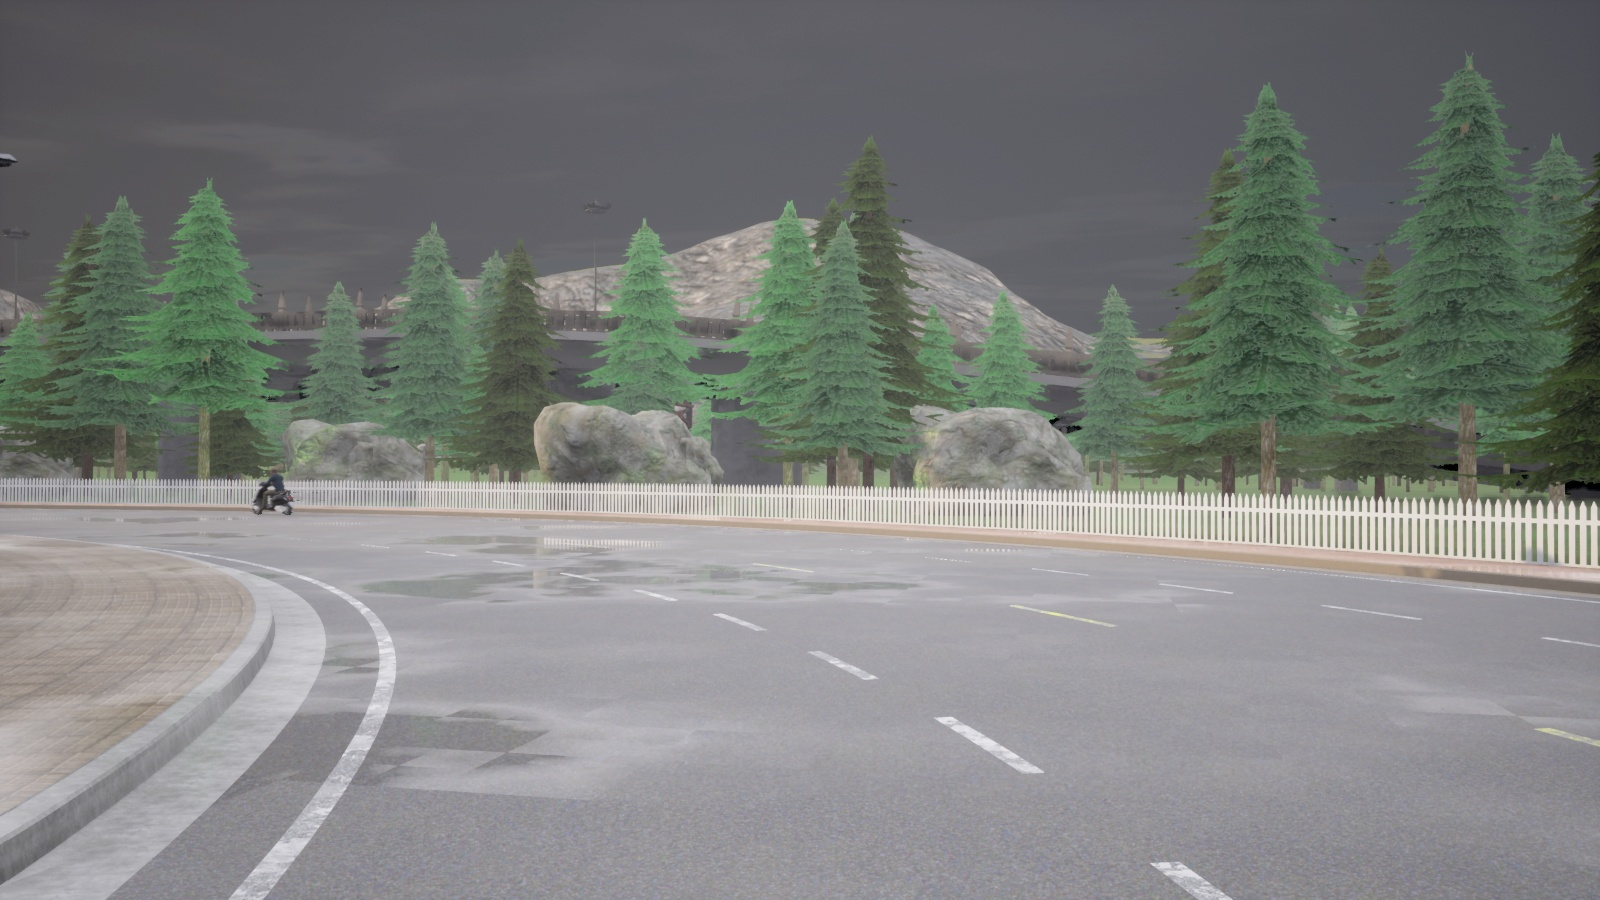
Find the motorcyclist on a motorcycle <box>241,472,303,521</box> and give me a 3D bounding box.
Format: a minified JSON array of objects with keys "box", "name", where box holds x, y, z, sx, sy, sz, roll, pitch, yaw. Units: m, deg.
[{"box":[-17.607,1.540,41.878,1.817,1.590,0.866,-1,-1,23],"name":"motorcyclist on a motorcycle"}]
